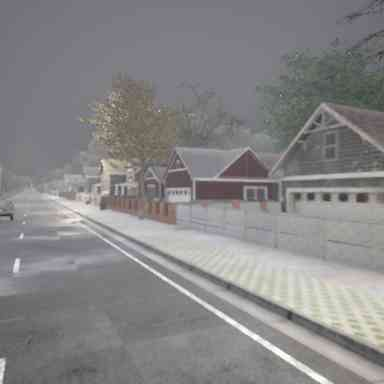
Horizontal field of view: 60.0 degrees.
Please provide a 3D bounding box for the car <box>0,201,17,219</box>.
[{"bbox_3d":[-15.224,1.409,26.718,2.033,1.411,5.357,0,0,-26],"label":"car"}]
